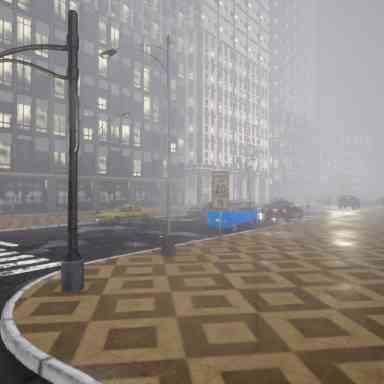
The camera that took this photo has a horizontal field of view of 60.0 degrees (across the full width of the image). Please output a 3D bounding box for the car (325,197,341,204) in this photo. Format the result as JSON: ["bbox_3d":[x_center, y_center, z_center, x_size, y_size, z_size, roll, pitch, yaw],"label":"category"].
[{"bbox_3d":[28.397,1.624,67.011,2.008,1.369,4.403,0,0,38],"label":"car"}]

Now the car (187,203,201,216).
[{"bbox_3d":[1.279,1.604,31.715,1.802,1.307,4.206,0,0,38],"label":"car"}]

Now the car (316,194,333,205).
[{"bbox_3d":[25.008,1.380,62.599,2.192,1.841,5.009,0,0,38],"label":"car"}]

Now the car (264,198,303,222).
[{"bbox_3d":[7.527,1.472,26.914,1.967,1.590,4.097,0,0,38],"label":"car"}]

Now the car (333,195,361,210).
[{"bbox_3d":[21.086,1.368,44.562,2.192,1.841,5.009,0,0,38],"label":"car"}]

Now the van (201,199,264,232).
[{"bbox_3d":[2.571,1.368,20.280,1.690,1.788,3.998,0,0,38],"label":"van"}]

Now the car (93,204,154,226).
[{"bbox_3d":[-4.822,1.540,23.987,1.752,1.417,4.829,0,0,38],"label":"car"}]

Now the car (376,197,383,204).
[{"bbox_3d":[38.034,1.658,66.620,1.947,1.339,4.313,0,0,38],"label":"car"}]
